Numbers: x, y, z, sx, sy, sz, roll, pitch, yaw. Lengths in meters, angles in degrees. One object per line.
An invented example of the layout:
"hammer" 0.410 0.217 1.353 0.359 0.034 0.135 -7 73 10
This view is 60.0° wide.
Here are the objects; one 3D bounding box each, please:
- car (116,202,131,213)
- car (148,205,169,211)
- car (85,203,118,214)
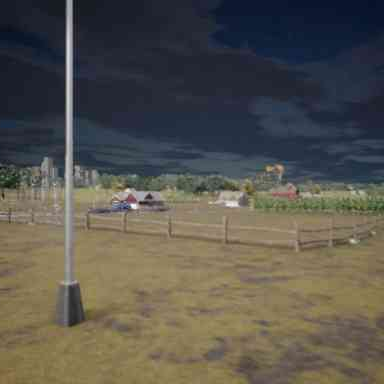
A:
"car" -14.649 3.100 66.577 2.150 2.045 5.566 0 -2 36
"car" -7.230 3.605 72.218 2.033 1.411 5.357 0 -2 36
"car" -16.444 3.210 59.340 2.033 1.411 5.357 0 -2 36
